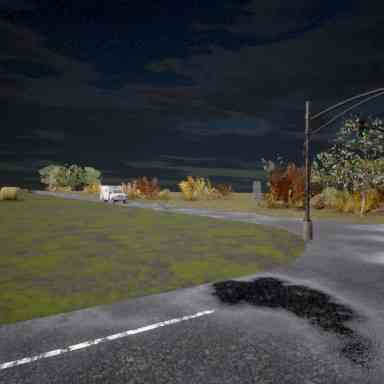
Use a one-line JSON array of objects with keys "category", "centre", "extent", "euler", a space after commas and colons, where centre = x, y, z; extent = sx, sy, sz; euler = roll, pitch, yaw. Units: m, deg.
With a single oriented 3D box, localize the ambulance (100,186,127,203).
[{"category": "ambulance", "centre": [-11.822, 0.341, 50.096], "extent": [2.351, 2.431, 6.366], "euler": [2, 0, -32]}]
